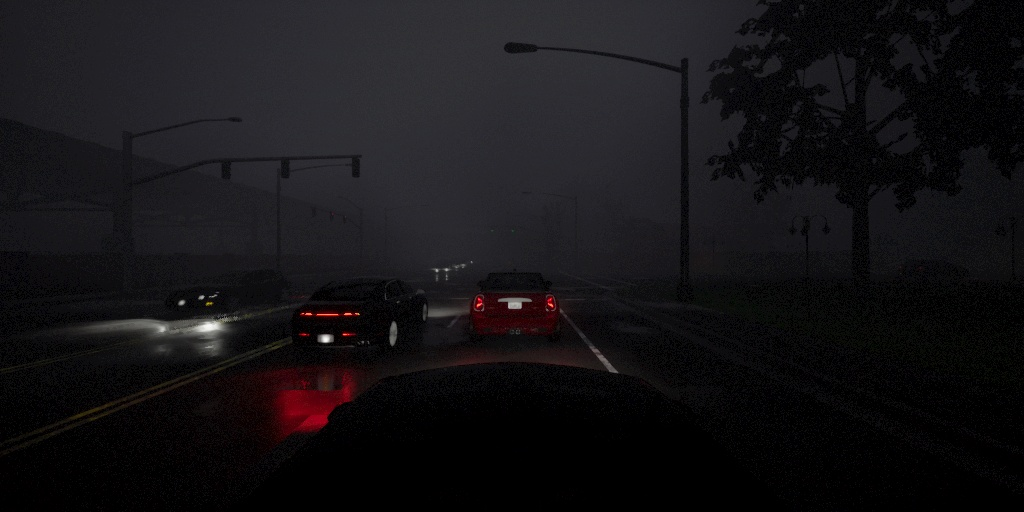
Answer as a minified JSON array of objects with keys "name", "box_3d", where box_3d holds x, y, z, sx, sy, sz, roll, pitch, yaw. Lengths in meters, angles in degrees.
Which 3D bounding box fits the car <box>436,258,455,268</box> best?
[{"name":"car","box_3d":[-10.631,1.152,56.371,1.812,1.442,4.674,0,1,0]}]

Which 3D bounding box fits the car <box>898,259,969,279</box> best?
[{"name":"car","box_3d":[37.245,1.101,31.725,4.553,1.767,2.097,0,0,-2]}]

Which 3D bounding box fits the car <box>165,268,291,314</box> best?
[{"name":"car","box_3d":[-10.613,1.255,13.942,1.837,1.490,4.892,0,0,0]}]

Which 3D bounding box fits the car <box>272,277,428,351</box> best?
[{"name":"car","box_3d":[-3.424,1.255,8.959,1.837,1.490,4.892,0,0,-1]}]

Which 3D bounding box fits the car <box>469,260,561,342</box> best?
[{"name":"car","box_3d":[0.071,1.102,9.954,2.097,1.767,4.553,0,0,0]}]
